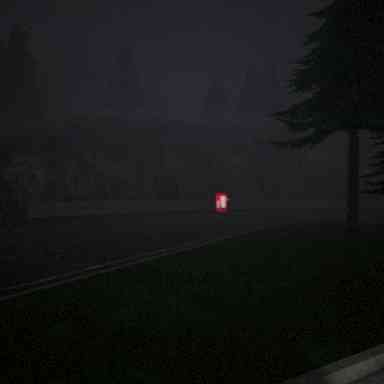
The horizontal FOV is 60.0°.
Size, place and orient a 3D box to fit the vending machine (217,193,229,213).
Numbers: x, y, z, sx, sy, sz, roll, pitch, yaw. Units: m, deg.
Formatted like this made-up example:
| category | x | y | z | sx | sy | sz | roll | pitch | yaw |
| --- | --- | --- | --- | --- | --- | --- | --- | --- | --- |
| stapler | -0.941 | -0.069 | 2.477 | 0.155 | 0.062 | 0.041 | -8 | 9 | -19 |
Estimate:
| category | x | y | z | sx | sy | sz | roll | pitch | yaw |
| --- | --- | --- | --- | --- | --- | --- | --- | --- | --- |
| vending machine | 3.378 | 1.160 | 36.362 | 0.880 | 2.100 | 1.100 | 0 | 0 | -21 |
